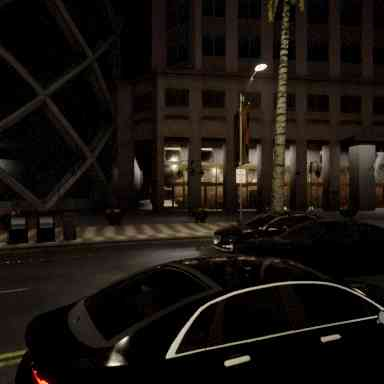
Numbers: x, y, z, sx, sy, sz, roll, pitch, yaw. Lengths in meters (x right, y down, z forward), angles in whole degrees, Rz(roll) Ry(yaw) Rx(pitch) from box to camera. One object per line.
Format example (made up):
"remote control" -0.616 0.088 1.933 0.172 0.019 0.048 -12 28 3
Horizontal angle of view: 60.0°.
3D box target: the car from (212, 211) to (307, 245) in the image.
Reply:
"car" 3.158 1.505 12.267 4.892 1.490 1.837 0 -1 -16

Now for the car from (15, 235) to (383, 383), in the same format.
"car" 0.802 1.505 3.700 4.892 1.490 1.837 0 0 -26

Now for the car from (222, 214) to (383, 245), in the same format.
"car" 3.543 1.477 8.758 5.008 1.535 1.882 0 0 -17
